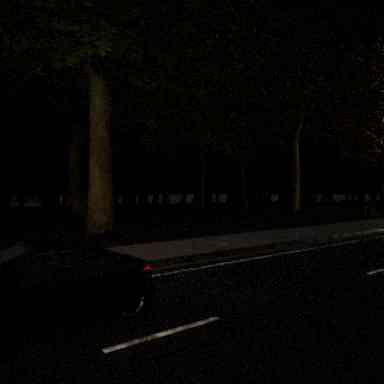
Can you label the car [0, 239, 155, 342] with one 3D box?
[{"bbox_3d":[-2.746,1.557,5.716,4.181,1.385,1.994,0,0,-35],"label":"car"}]
